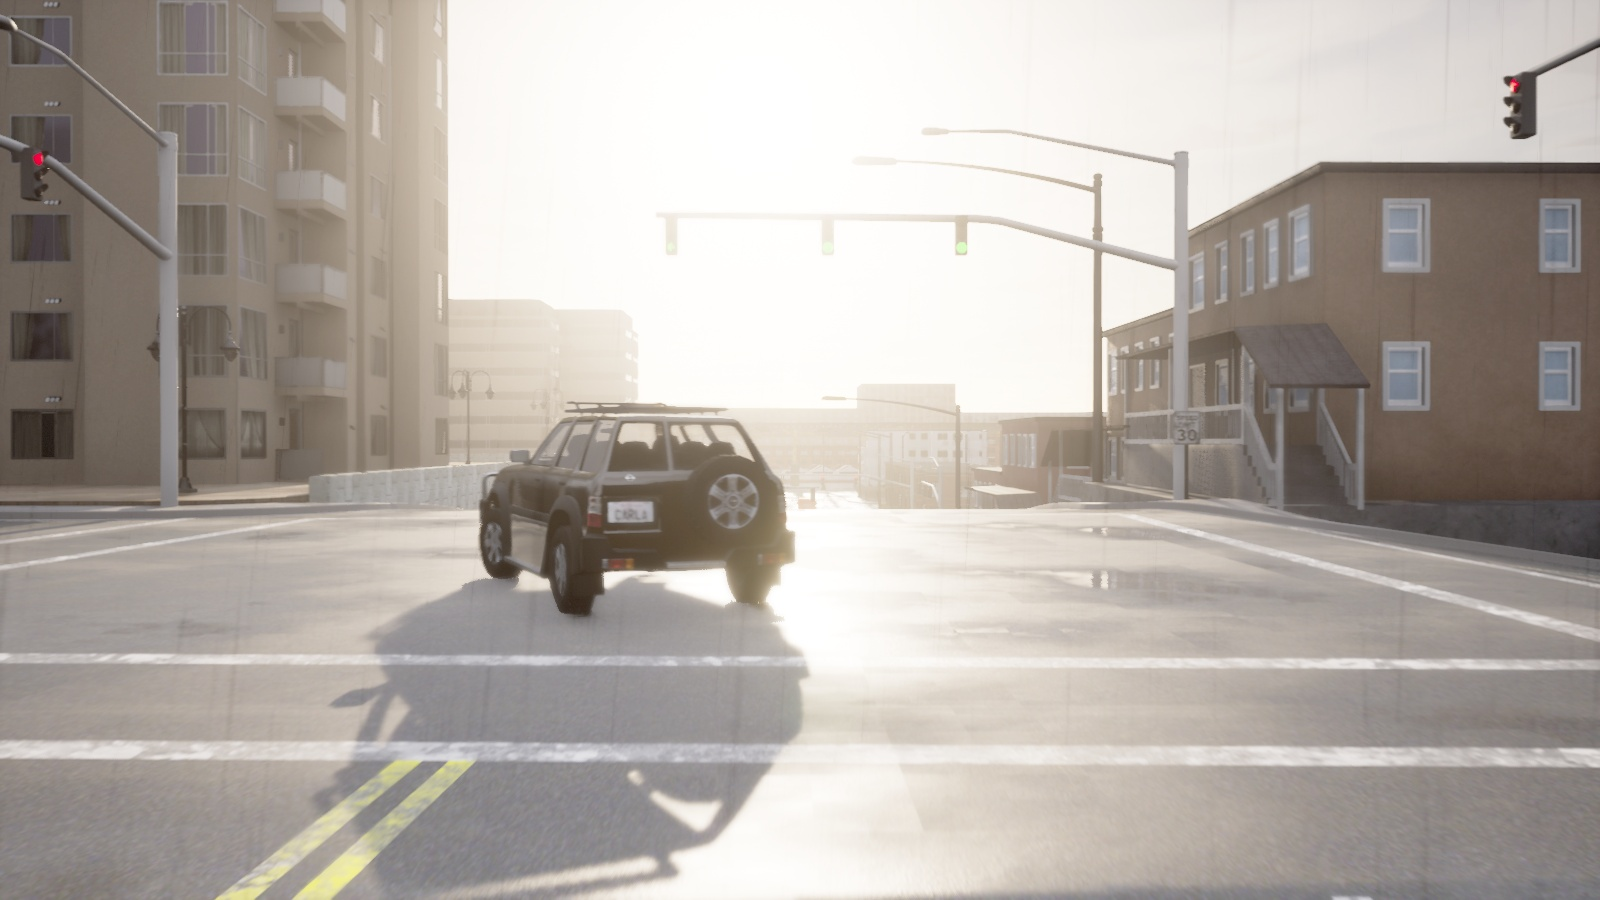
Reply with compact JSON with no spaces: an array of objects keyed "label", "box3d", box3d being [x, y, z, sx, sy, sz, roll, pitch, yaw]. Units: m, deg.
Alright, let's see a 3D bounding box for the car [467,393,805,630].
[{"label":"car","box3d":[-1.830,0.460,12.316,1.932,1.855,4.605,0,1,-26]}]
